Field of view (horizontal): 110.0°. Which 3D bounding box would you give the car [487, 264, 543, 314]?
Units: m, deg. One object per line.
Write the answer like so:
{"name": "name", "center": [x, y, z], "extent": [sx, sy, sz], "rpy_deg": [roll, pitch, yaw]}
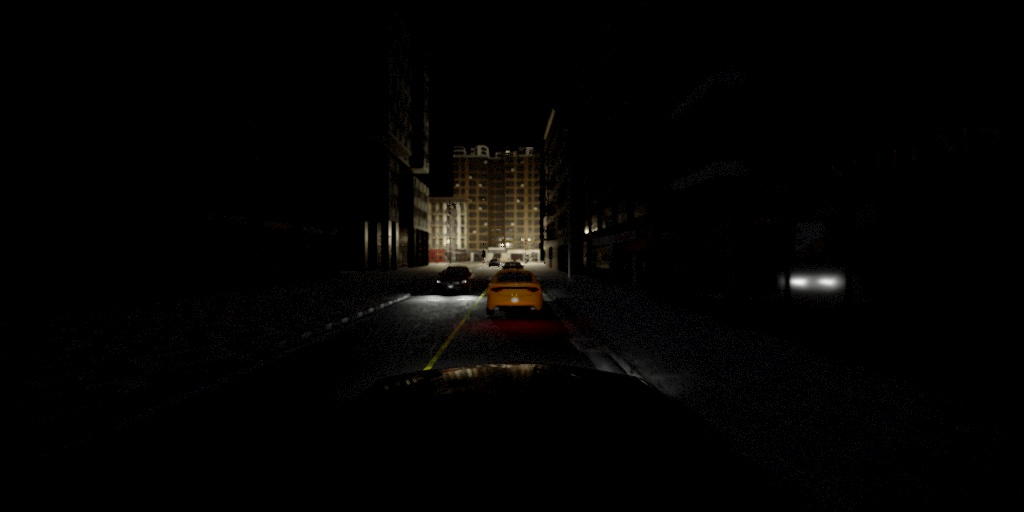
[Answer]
{"name": "car", "center": [0.091, 1.236, 13.777], "extent": [1.882, 1.535, 5.008], "rpy_deg": [0, 0, 0]}

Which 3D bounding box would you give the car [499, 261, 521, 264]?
{"name": "car", "center": [0.066, 1.230, 31.788], "extent": [1.882, 1.535, 5.008], "rpy_deg": [0, 0, 0]}

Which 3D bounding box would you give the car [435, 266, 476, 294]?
{"name": "car", "center": [-3.115, 1.286, 20.494], "extent": [1.812, 1.442, 4.674], "rpy_deg": [0, 0, 0]}

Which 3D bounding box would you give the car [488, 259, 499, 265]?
{"name": "car", "center": [-3.115, 1.225, 62.217], "extent": [1.812, 1.442, 4.674], "rpy_deg": [0, 0, 0]}
